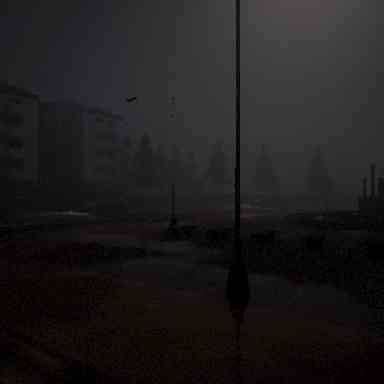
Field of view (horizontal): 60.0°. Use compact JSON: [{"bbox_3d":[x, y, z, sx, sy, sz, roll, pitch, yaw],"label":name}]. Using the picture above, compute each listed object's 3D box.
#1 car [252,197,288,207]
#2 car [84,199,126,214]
[{"bbox_3d":[12.231,1.475,52.057,5.357,1.411,2.033,0,0,-12],"label":"car"},{"bbox_3d":[-9.464,1.458,36.374,4.674,1.442,1.812,0,0,-43],"label":"car"}]
